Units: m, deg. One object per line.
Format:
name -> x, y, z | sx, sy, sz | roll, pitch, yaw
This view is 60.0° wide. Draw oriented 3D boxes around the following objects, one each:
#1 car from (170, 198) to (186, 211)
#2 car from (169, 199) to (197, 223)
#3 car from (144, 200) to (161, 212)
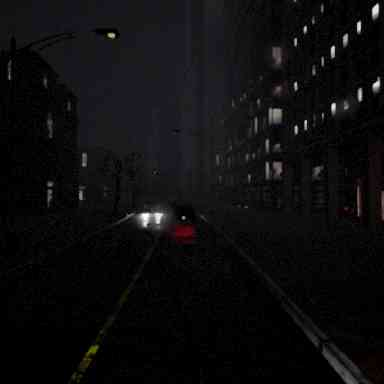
car -> -1.871, 1.567, 41.938 | 1.812, 1.442, 4.674 | 0, 0, -5
car -> -0.695, 1.534, 25.529 | 1.837, 1.490, 4.892 | 0, 0, -3
car -> -4.505, 1.638, 38.373 | 1.895, 1.301, 4.718 | 0, 0, -5
